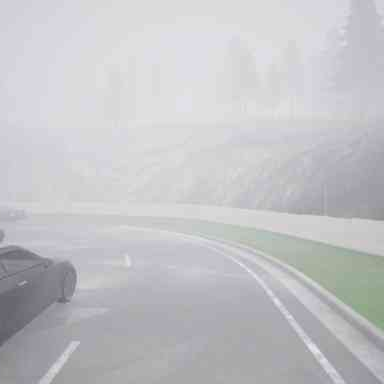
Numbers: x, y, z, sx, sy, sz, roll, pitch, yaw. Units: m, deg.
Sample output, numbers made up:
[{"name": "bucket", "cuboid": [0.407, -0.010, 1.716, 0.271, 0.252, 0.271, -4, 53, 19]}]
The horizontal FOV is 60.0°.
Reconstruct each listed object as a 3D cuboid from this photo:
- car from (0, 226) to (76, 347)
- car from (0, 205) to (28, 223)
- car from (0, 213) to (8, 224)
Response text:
[{"name": "car", "cuboid": [-3.403, 1.541, 5.255, 1.812, 1.442, 4.674, 0, 0, 0]}, {"name": "car", "cuboid": [-14.907, 1.616, 24.219, 5.357, 1.411, 2.033, 0, 0, 5]}, {"name": "car", "cuboid": [-9.407, 1.641, 14.220, 1.895, 1.301, 4.718, 0, 0, -37]}]
